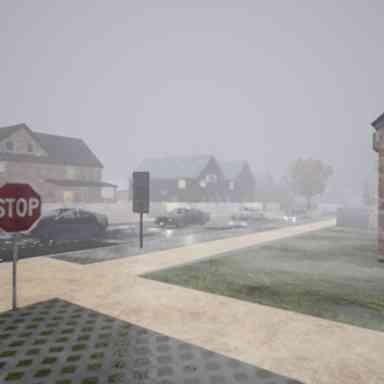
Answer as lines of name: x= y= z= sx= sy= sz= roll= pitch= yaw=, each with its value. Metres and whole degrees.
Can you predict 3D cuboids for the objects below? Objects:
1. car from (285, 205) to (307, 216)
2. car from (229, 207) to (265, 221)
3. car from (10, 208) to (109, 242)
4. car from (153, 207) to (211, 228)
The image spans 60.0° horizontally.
car: x=14.527 y=2.531 z=46.404 sx=2.128 sy=1.511 sz=4.902 roll=1 pitch=-1 yaw=35
car: x=5.670 y=2.193 z=34.024 sx=1.895 sy=1.301 sz=4.718 roll=1 pitch=-1 yaw=35
car: x=-6.478 y=1.565 z=16.843 sx=2.128 sy=1.511 sz=4.902 roll=1 pitch=-1 yaw=35
car: x=-0.567 y=1.869 z=25.215 sx=2.033 sy=1.411 sz=5.357 roll=1 pitch=-1 yaw=35
